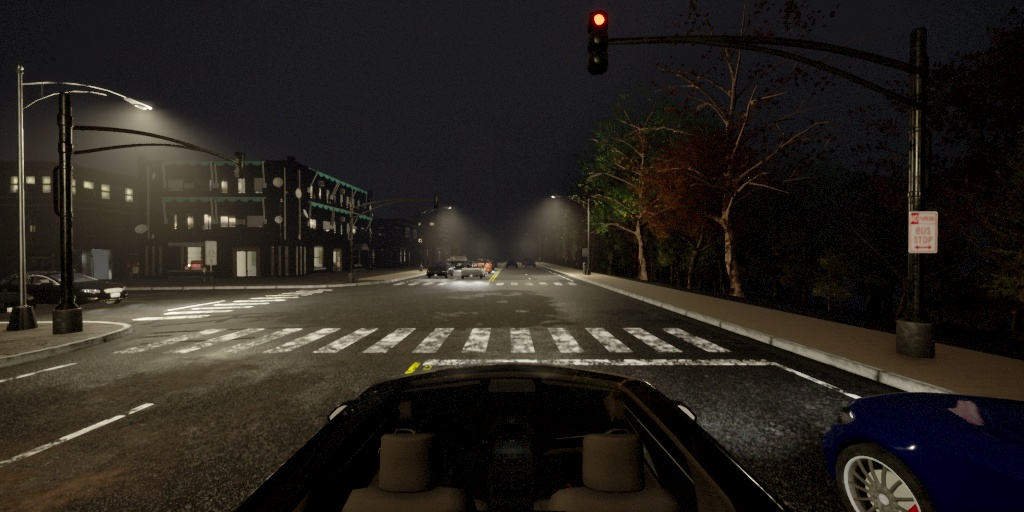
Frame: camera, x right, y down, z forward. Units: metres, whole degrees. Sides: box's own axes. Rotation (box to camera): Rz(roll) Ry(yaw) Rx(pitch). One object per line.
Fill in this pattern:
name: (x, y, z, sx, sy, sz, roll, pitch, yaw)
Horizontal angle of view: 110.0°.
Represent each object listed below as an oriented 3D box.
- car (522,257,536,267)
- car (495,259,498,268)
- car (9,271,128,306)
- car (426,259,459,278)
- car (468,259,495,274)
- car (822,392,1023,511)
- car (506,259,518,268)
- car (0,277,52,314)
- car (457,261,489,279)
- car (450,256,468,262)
car: (3.211, 1.274, 63.678, 2.033, 1.411, 5.357, 0, 0, 0)
car: (-3.448, 1.224, 51.269, 2.128, 1.511, 4.902, 0, 0, 0)
car: (-19.654, 1.459, 15.540, 4.902, 1.511, 2.128, -1, 1, 0)
car: (-6.667, 1.287, 33.983, 2.033, 1.411, 5.357, 0, 0, 0)
car: (-3.432, 1.089, 41.237, 2.097, 1.767, 4.553, 0, 0, 0)
car: (3.358, 1.276, 0.873, 1.812, 1.442, 4.674, 0, 0, 1)
car: (-0.040, 1.255, 60.533, 1.812, 1.442, 4.674, 0, -1, 0)
car: (-19.973, 1.565, 12.833, 4.313, 1.339, 1.948, 0, 0, 0)
car: (-3.415, 1.341, 32.265, 1.895, 1.301, 4.718, 0, 0, 0)
car: (-6.685, 0.957, 44.220, 2.150, 2.045, 5.566, 0, 0, 0)
